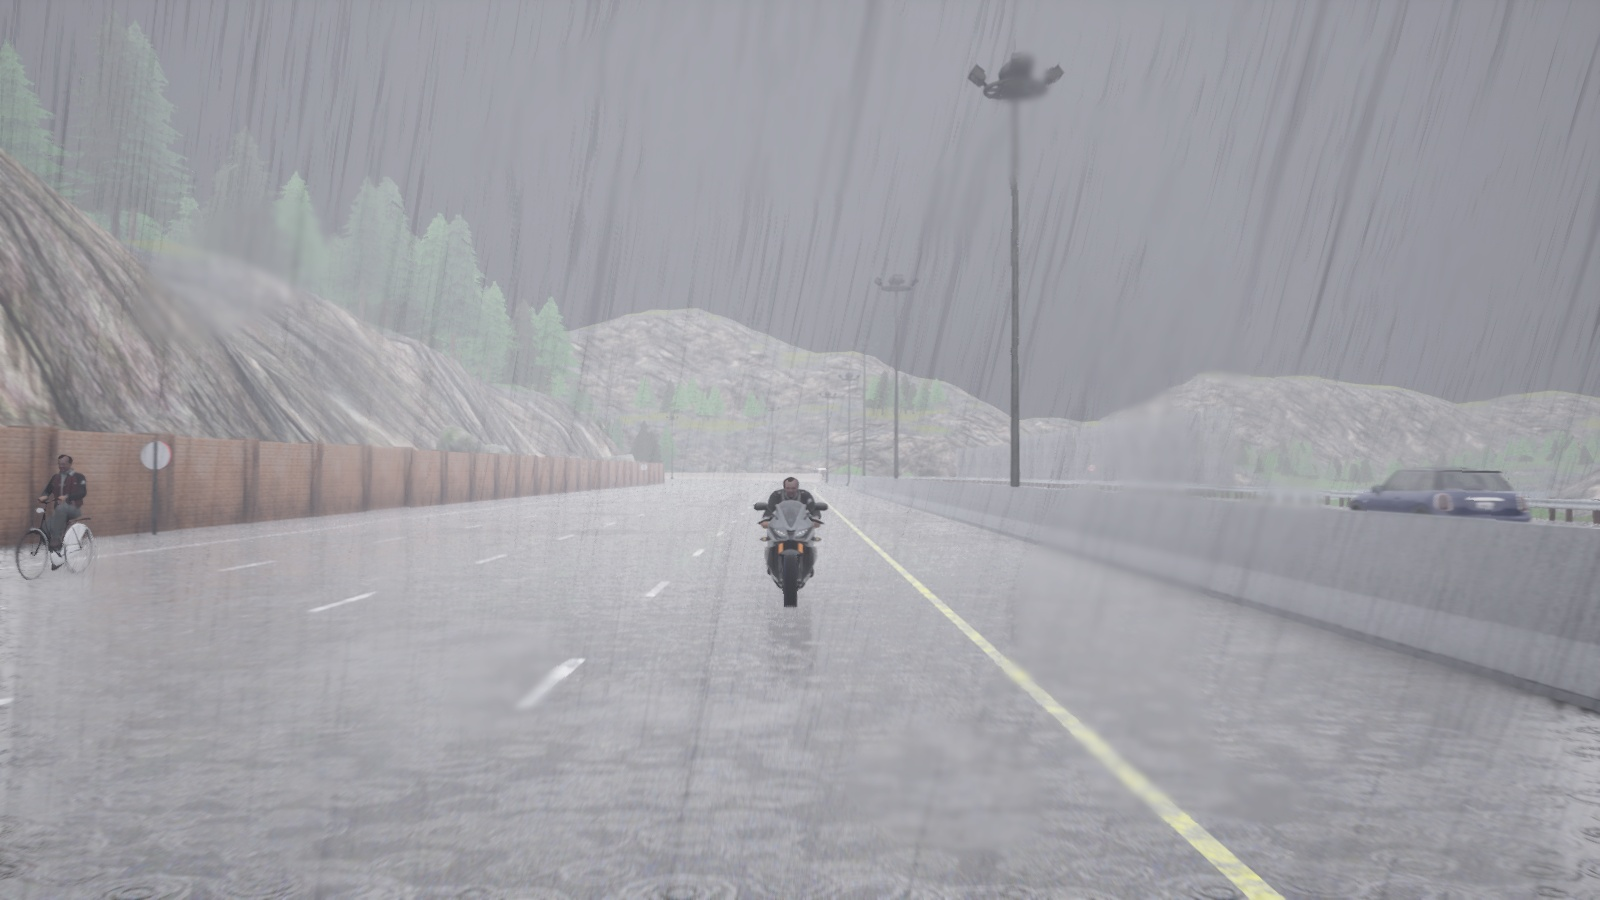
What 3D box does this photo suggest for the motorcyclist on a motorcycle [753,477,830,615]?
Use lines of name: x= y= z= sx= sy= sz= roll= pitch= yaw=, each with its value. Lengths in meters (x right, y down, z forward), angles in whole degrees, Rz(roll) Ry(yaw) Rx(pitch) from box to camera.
motorcyclist on a motorcycle: x=-0.106 y=1.105 z=15.239 sx=0.866 sy=1.530 sz=2.191 roll=0 pitch=-1 yaw=0

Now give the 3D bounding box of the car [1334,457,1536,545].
car: x=13.803 y=1.076 z=27.654 sx=2.097 sy=1.767 sz=4.553 roll=0 pitch=-1 yaw=0

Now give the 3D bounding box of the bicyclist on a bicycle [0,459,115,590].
bicyclist on a bicycle: x=-10.627 y=1.030 z=17.945 sx=0.659 sy=1.776 sz=1.843 roll=0 pitch=-1 yaw=0
